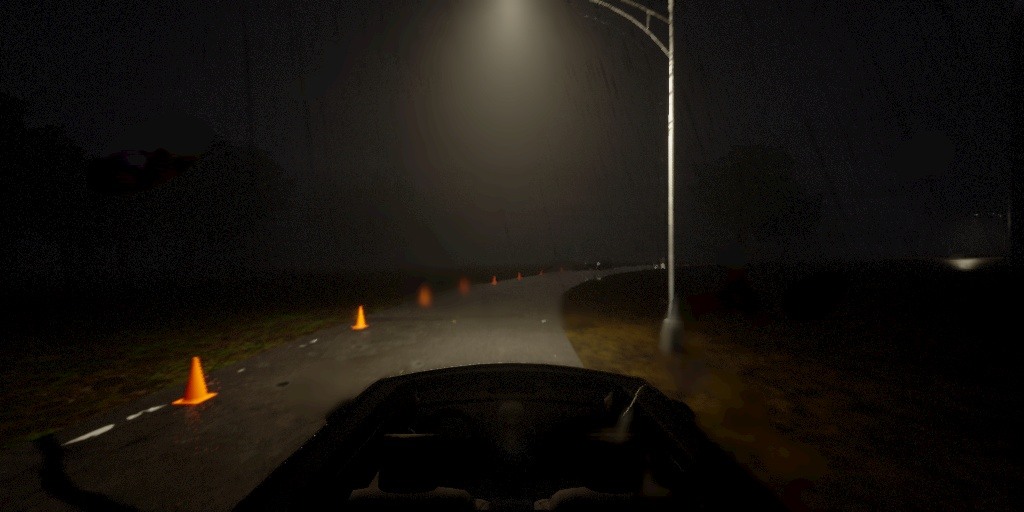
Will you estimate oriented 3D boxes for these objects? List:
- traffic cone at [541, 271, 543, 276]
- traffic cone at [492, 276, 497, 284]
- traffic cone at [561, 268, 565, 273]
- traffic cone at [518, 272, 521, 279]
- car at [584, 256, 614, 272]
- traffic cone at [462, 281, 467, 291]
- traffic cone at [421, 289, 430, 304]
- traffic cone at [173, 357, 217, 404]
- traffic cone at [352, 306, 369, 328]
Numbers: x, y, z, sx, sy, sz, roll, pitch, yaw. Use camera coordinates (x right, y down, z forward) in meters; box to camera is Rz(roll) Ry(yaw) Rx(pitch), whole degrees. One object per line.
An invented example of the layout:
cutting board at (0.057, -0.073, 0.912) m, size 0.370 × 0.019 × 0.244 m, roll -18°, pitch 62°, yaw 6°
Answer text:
traffic cone at (2.937, 1.602, 35.013) m, size 0.340 × 0.580 × 0.340 m, roll 0°, pitch 0°, yaw 29°
traffic cone at (-1.250, 1.690, 25.474) m, size 0.340 × 0.580 × 0.340 m, roll 0°, pitch 0°, yaw 19°
traffic cone at (5.634, 1.537, 39.474) m, size 0.340 × 0.580 × 0.340 m, roll 0°, pitch 0°, yaw 34°
traffic cone at (0.636, 1.653, 30.335) m, size 0.340 × 0.580 × 0.340 m, roll 0°, pitch 0°, yaw 24°
car at (10.234, 0.853, 42.312) m, size 2.097 × 1.767 × 4.553 m, roll 0°, pitch 1°, yaw 38°
traffic cone at (-2.707, 1.713, 20.469) m, size 0.340 × 0.580 × 0.340 m, roll 0°, pitch 0°, yaw 14°
traffic cone at (-3.724, 1.722, 15.356) m, size 0.340 × 0.580 × 0.340 m, roll 0°, pitch 0°, yaw 9°
traffic cone at (-4.425, 1.710, 5.014) m, size 0.340 × 0.580 × 0.340 m, roll 0°, pitch 0°, yaw 0°
traffic cone at (-4.294, 1.718, 10.174) m, size 0.340 × 0.580 × 0.340 m, roll 0°, pitch 0°, yaw 4°
